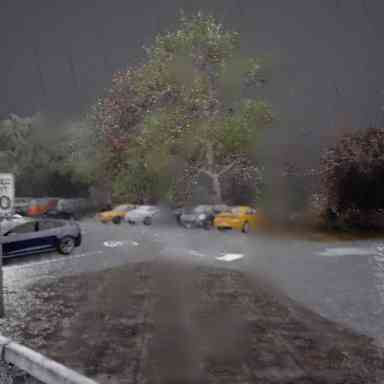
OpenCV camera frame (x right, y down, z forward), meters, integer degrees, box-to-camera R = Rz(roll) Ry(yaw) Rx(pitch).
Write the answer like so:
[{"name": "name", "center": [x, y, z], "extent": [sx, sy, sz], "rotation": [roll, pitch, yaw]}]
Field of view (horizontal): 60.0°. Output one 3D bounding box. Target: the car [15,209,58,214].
[{"name": "car", "center": [-8.747, 1.742, 14.201], "extent": [2.097, 1.535, 5.008], "rotation": [0, 0, 36]}]

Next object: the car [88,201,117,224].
[{"name": "car", "center": [-5.651, 1.763, 27.882], "extent": [1.946, 1.575, 5.366], "rotation": [0, 0, 36]}]

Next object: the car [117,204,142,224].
[{"name": "car", "center": [-3.302, 1.789, 26.401], "extent": [2.002, 1.452, 4.674], "rotation": [0, 0, 36]}]

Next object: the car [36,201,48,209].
[{"name": "car", "center": [-12.281, 1.845, 32.891], "extent": [2.163, 1.488, 4.792], "rotation": [0, 0, 36]}]

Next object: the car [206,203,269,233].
[{"name": "car", "center": [3.321, 1.700, 21.589], "extent": [2.097, 1.535, 5.008], "rotation": [0, 0, 36]}]

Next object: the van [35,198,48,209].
[{"name": "van", "center": [-14.539, 1.609, 34.710], "extent": [1.878, 1.987, 4.442], "rotation": [-1, 0, 36]}]

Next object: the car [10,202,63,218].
[{"name": "car", "center": [-16.831, 1.887, 36.266], "extent": [2.163, 1.488, 4.792], "rotation": [-1, 0, 36]}]

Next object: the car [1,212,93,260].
[{"name": "car", "center": [-6.521, 1.755, 12.542], "extent": [2.163, 1.488, 4.792], "rotation": [0, 0, 36]}]

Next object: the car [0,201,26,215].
[{"name": "car", "center": [-23.461, 1.957, 41.052], "extent": [2.097, 1.535, 5.008], "rotation": [-1, -1, 36]}]

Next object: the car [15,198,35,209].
[{"name": "car", "center": [-10.981, 1.507, 15.852], "extent": [2.435, 2.045, 5.566], "rotation": [0, 0, 36]}]

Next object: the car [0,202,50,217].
[{"name": "car", "center": [-18.966, 1.914, 37.817], "extent": [2.163, 1.488, 4.792], "rotation": [-1, 0, 36]}]

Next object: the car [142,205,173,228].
[{"name": "car", "center": [-1.076, 1.762, 24.752], "extent": [2.163, 1.488, 4.792], "rotation": [0, 0, 36]}]

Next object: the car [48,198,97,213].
[{"name": "car", "center": [-10.008, 1.547, 31.311], "extent": [2.435, 2.045, 5.566], "rotation": [0, 0, 36]}]

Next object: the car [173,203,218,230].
[{"name": "car", "center": [1.099, 1.591, 23.247], "extent": [2.185, 1.767, 4.553], "rotation": [0, 0, 36]}]
